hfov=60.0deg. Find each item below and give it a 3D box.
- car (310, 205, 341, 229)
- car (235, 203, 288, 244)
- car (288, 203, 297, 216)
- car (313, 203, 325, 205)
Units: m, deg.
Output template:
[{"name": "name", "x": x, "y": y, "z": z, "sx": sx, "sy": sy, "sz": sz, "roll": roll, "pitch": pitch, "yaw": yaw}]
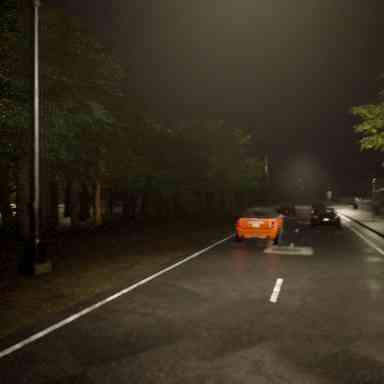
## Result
[{"name": "car", "x": 9.841, "y": 1.879, "z": 24.622, "sx": 1.994, "sy": 1.385, "sz": 4.181, "roll": -1, "pitch": -1, "yaw": 20}, {"name": "car", "x": 3.747, "y": 1.629, "z": 17.836, "sx": 2.097, "sy": 1.767, "sz": 4.553, "roll": -1, "pitch": -1, "yaw": 19}, {"name": "car", "x": 11.310, "y": 2.015, "z": 39.265, "sx": 1.882, "sy": 1.535, "sz": 5.008, "roll": -1, "pitch": -1, "yaw": 19}, {"name": "car", "x": 15.480, "y": 2.056, "z": 40.599, "sx": 2.033, "sy": 1.411, "sz": 5.357, "roll": -1, "pitch": -1, "yaw": 20}]
